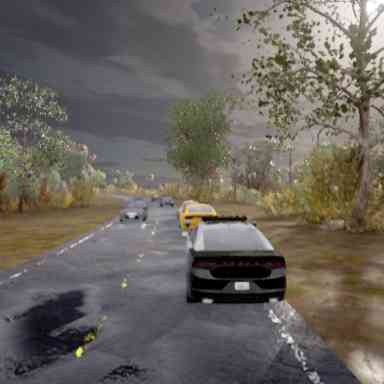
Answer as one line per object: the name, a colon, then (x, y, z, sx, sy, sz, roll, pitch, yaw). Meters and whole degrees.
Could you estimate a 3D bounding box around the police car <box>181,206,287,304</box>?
police car: (0.776, 1.380, 8.250, 1.930, 1.638, 5.238, 0, 0, -2)

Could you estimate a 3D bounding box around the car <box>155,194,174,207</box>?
car: (-3.566, 1.296, 46.148, 2.033, 1.411, 5.357, 0, 0, -9)

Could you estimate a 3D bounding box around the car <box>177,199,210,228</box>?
car: (0.318, 1.379, 18.208, 1.882, 1.535, 5.008, 0, 0, -4)

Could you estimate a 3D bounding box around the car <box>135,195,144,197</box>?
car: (-10.183, 1.197, 64.500, 2.033, 1.411, 5.357, 0, 0, -12)

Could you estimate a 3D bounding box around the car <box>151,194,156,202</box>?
car: (-6.802, 1.180, 63.509, 1.812, 1.442, 4.674, 0, 0, -12)

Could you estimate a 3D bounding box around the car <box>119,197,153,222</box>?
car: (-4.221, 1.358, 24.632, 2.128, 1.511, 4.902, 0, 0, -5)

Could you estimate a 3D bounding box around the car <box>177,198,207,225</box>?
car: (-0.135, 1.322, 24.429, 1.801, 1.575, 5.366, 0, 0, -5)
